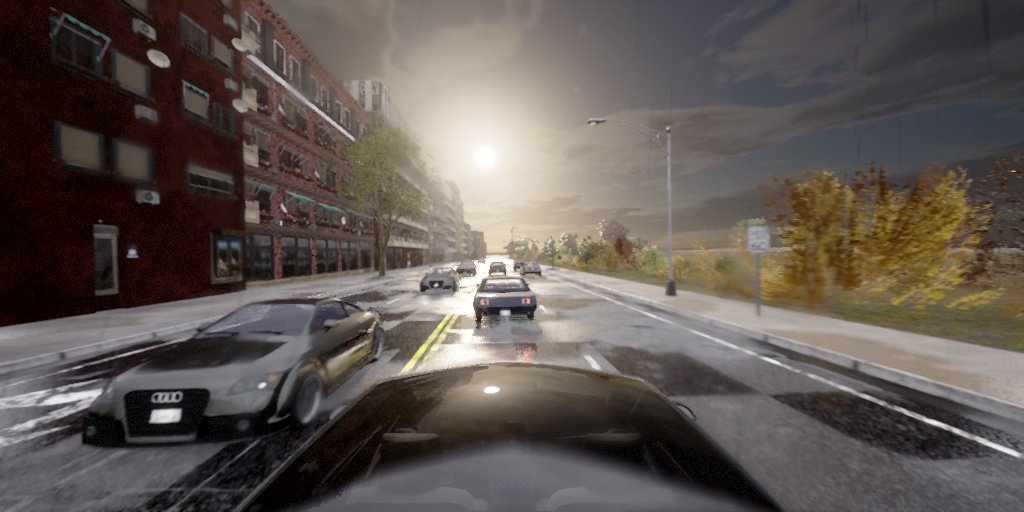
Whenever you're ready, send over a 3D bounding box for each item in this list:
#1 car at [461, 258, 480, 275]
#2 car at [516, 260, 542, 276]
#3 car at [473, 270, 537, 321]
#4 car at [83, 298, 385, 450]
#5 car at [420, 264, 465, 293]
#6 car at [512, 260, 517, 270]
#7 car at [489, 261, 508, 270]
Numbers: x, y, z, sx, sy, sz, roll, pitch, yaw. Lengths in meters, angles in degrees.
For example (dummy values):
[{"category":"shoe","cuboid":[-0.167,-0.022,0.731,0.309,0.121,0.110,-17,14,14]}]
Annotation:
[{"category":"car","cuboid":[-4.907,1.349,39.516,1.882,1.535,5.008,-1,0,-3]},{"category":"car","cuboid":[1.836,1.267,35.506,2.033,1.411,5.357,-1,0,-2]},{"category":"car","cuboid":[-0.301,1.352,12.572,1.895,1.301,4.718,-1,0,-3]},{"category":"car","cuboid":[-3.446,1.366,5.466,1.994,1.385,4.181,-1,0,-3]},{"category":"car","cuboid":[-4.171,1.375,21.380,1.994,1.385,4.181,-1,0,-3]},{"category":"car","cuboid":[1.173,1.241,49.912,1.837,1.490,4.892,-1,0,-2]},{"category":"car","cuboid":[-1.540,1.298,38.572,1.812,1.442,4.674,-1,0,-2]}]
